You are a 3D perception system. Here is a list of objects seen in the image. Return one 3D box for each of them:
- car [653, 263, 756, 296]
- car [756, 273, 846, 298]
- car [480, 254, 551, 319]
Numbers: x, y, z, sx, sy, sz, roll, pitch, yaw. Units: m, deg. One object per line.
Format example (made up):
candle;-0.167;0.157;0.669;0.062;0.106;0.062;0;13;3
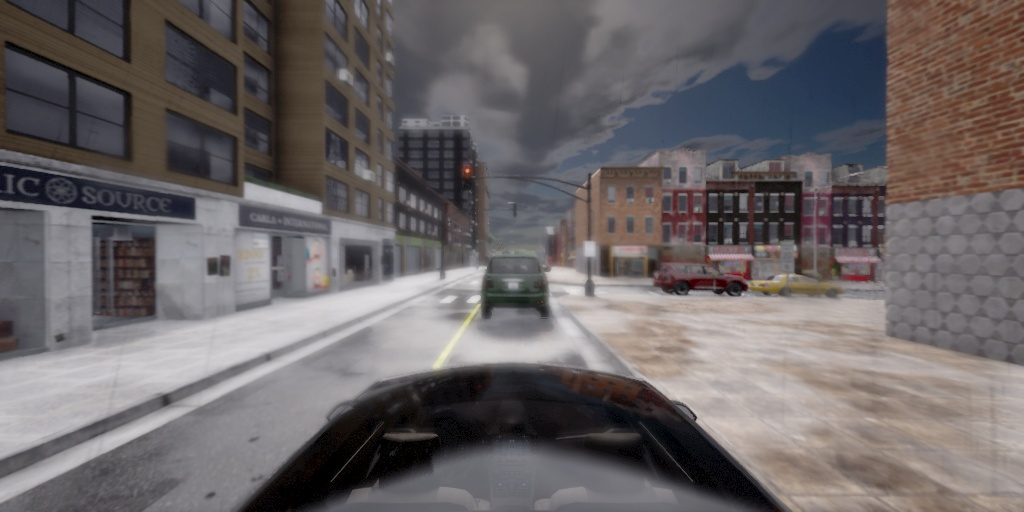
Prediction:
car;10.846;1.359;20.930;5.009;1.841;2.192;0;0;0
car;16.561;1.671;20.904;4.829;1.417;1.751;0;0;0
car;0.229;0.971;13.023;2.150;2.045;5.566;0;0;4
